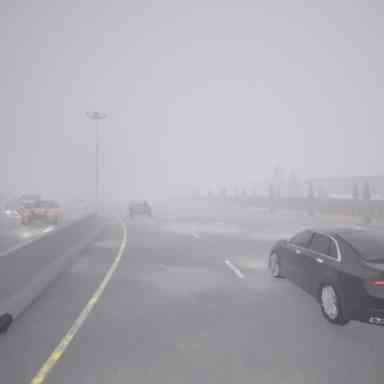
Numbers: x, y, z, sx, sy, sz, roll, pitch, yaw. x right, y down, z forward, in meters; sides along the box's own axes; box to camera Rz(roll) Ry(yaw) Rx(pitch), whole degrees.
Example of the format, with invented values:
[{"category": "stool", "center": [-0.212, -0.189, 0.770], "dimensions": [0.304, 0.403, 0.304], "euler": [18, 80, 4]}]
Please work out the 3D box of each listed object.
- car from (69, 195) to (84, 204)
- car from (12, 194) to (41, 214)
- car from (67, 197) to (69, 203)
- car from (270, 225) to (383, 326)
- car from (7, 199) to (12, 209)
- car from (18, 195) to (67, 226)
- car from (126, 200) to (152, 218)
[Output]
[{"category": "car", "center": [-21.962, 1.352, 64.204], "dimensions": [2.097, 1.767, 4.553], "euler": [0, 0, -16]}, {"category": "car", "center": [-17.901, 1.252, 37.049], "dimensions": [2.150, 2.045, 5.566], "euler": [0, 0, -16]}, {"category": "car", "center": [-29.269, 1.999, 77.020], "dimensions": [2.128, 1.511, 4.902], "euler": [0, -3, -16]}, {"category": "car", "center": [3.120, 1.471, 7.071], "dimensions": [1.837, 1.490, 4.892], "euler": [0, 0, -4]}, {"category": "car", "center": [-24.034, 1.543, 45.838], "dimensions": [2.128, 1.511, 4.902], "euler": [0, 0, -16]}, {"category": "car", "center": [-10.524, 1.363, 23.716], "dimensions": [2.097, 1.767, 4.553], "euler": [0, 0, -15]}, {"category": "car", "center": [-4.826, 1.446, 30.014], "dimensions": [2.128, 1.511, 4.902], "euler": [0, 0, -15]}]
